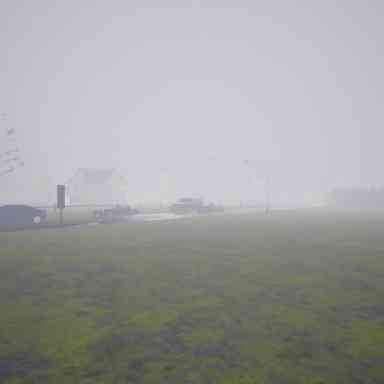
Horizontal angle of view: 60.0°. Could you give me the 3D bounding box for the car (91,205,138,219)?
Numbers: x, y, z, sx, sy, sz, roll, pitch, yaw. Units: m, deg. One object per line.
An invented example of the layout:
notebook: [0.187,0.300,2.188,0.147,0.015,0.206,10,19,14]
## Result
car: [-7.679,1.934,33.398,1.895,1.301,4.718,1,0,35]

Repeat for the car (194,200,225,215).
car: [2.541,2.109,42.674,1.994,1.385,4.181,1,0,35]

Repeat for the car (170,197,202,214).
car: [-0.551,1.722,43.386,2.150,2.045,5.566,1,-1,36]

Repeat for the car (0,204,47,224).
car: [-13.561,1.671,25.125,1.882,1.535,5.008,1,0,35]
